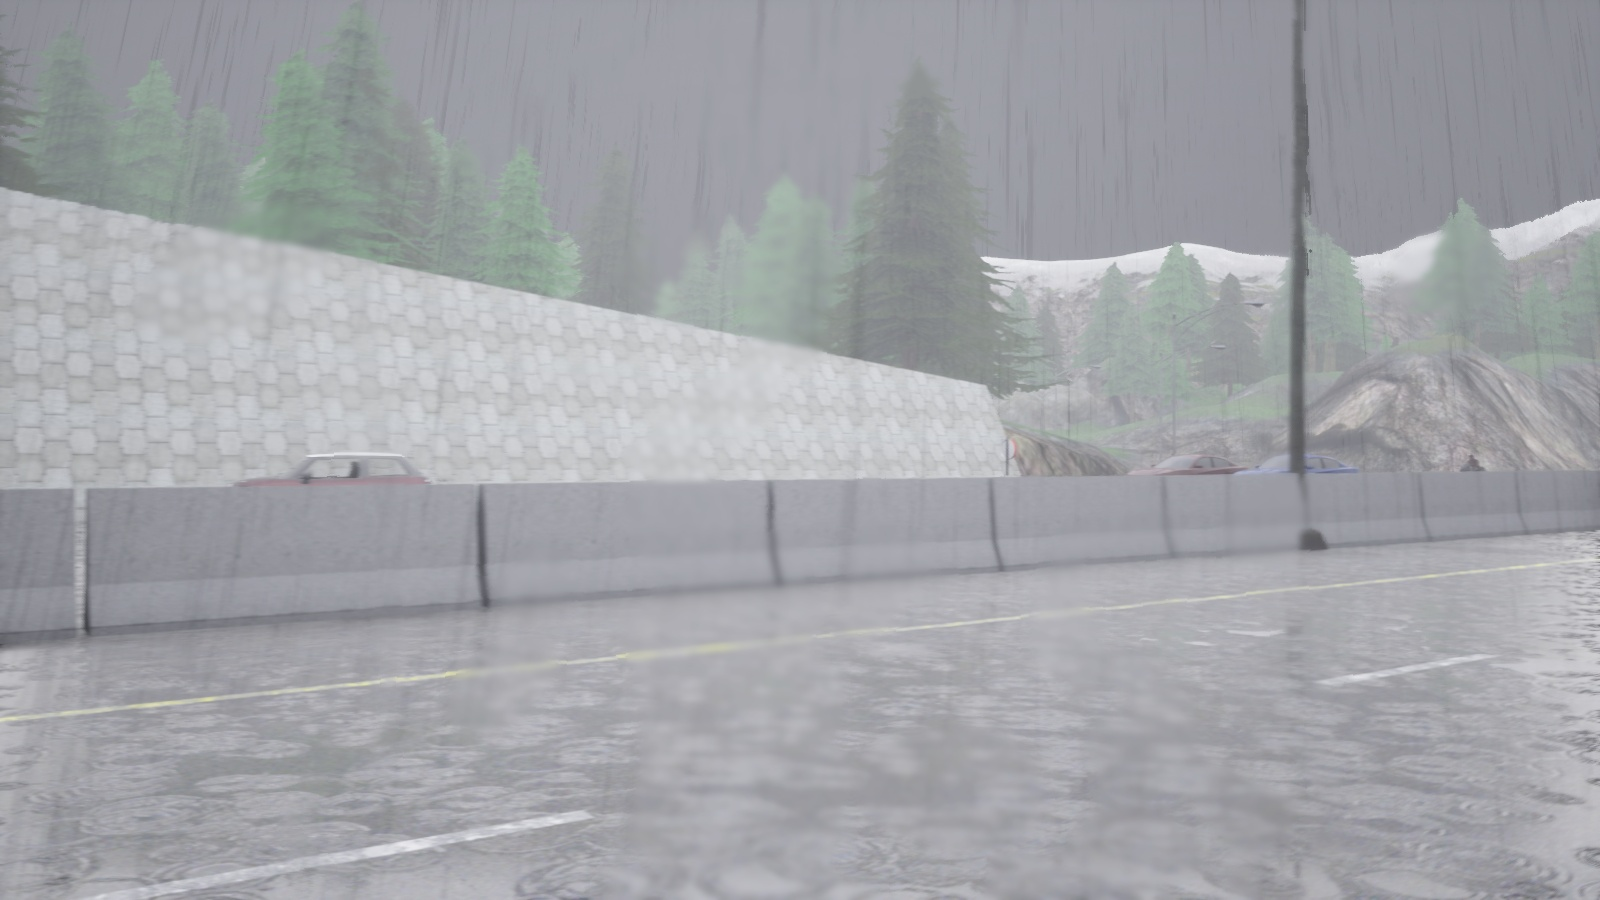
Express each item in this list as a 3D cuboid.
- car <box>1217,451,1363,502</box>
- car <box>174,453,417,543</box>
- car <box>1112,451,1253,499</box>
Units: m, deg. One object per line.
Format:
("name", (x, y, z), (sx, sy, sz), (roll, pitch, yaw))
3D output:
("car", (15.737, 0.806, 40.197), (5.008, 1.535, 1.882), (0, 0, -35))
("car", (-8.795, 0.786, 22.120), (3.806, 1.475, 1.970), (0, 0, -20))
("car", (13.010, 0.817, 42.563), (5.008, 1.535, 1.882), (0, 0, -35))
